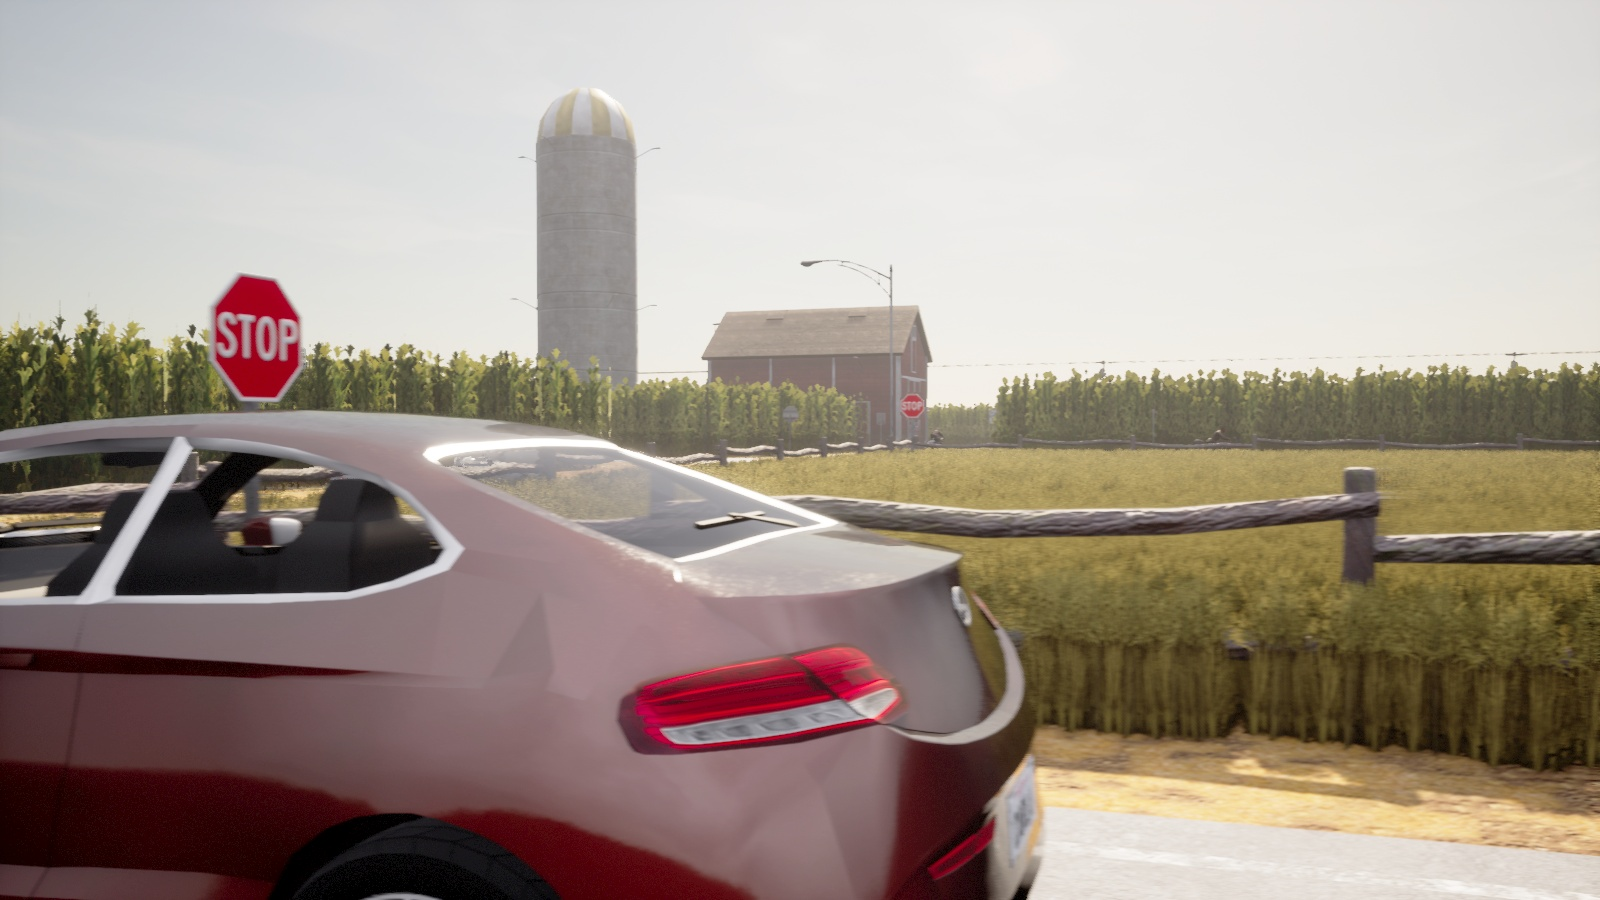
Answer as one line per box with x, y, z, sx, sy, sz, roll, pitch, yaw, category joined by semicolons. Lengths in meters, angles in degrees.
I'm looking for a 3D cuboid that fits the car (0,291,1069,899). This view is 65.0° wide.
-1.867;0.538;3.804;5.027;1.651;2.152;1;1;18;car
